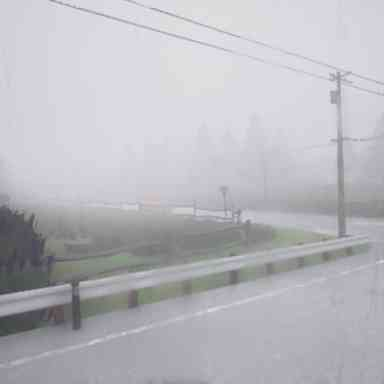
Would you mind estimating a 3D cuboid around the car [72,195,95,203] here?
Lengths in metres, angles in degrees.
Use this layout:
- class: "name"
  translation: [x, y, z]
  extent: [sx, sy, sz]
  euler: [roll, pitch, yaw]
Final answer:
- class: "car"
  translation: [-17.267, 1.407, 51.658]
  extent: [1.994, 1.385, 4.181]
  euler: [-3, 2, -41]

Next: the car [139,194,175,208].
- class: "car"
  translation: [-3.688, 1.147, 34.734]
  extent: [2.097, 1.767, 4.553]
  euler: [-3, 2, -38]

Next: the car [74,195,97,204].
- class: "car"
  translation: [-18.616, 1.246, 58.010]
  extent: [1.837, 1.490, 4.892]
  euler: [-3, 2, -42]

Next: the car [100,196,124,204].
- class: "car"
  translation: [-12.285, 1.305, 50.815]
  extent: [1.895, 1.301, 4.718]
  euler: [-3, 2, -40]
